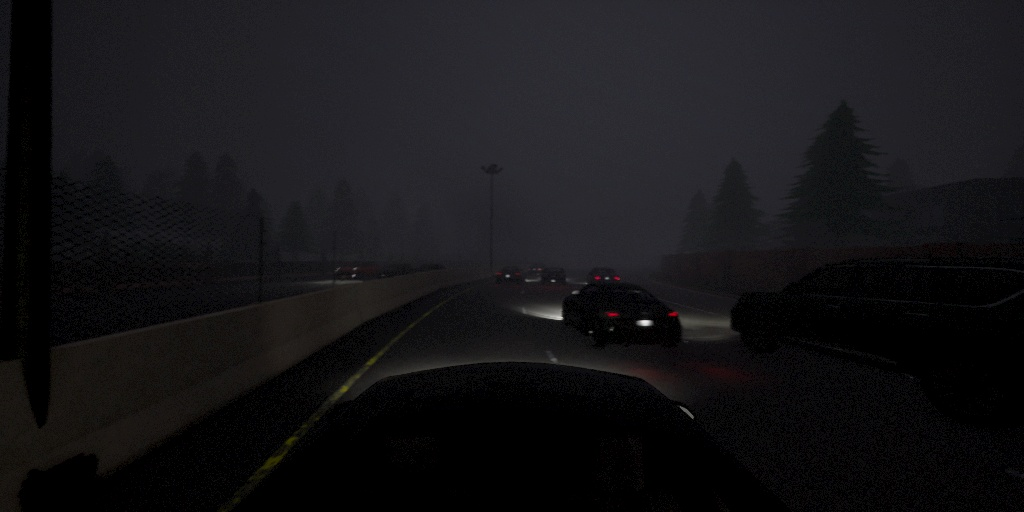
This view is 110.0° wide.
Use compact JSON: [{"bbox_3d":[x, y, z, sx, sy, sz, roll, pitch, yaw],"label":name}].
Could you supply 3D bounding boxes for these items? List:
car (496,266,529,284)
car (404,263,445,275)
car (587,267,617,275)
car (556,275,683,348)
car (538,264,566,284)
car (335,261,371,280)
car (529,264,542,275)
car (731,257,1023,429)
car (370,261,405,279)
[{"bbox_3d":[-0.014,1.512,29.173,1.994,1.385,4.181,0,0,9],"label":"car"},{"bbox_3d":[-7.074,1.408,30.699,1.837,1.490,4.892,0,-1,9],"label":"car"},{"bbox_3d":[6.504,1.524,25.823,2.033,1.411,5.357,0,0,7],"label":"car"},{"bbox_3d":[2.644,1.392,9.527,1.994,1.385,4.181,0,0,-4],"label":"car"},{"bbox_3d":[3.438,1.577,29.119,1.895,1.301,4.718,0,0,8],"label":"car"},{"bbox_3d":[-13.858,1.212,32.426,2.097,1.767,4.553,0,0,9],"label":"car"},{"bbox_3d":[3.333,1.629,43.884,2.033,1.411,5.357,0,0,17],"label":"car"},{"bbox_3d":[6.378,1.052,5.994,2.150,2.045,5.566,0,-1,-6],"label":"car"},{"bbox_3d":[-10.367,1.392,32.255,1.837,1.490,4.892,0,-1,9],"label":"car"}]
